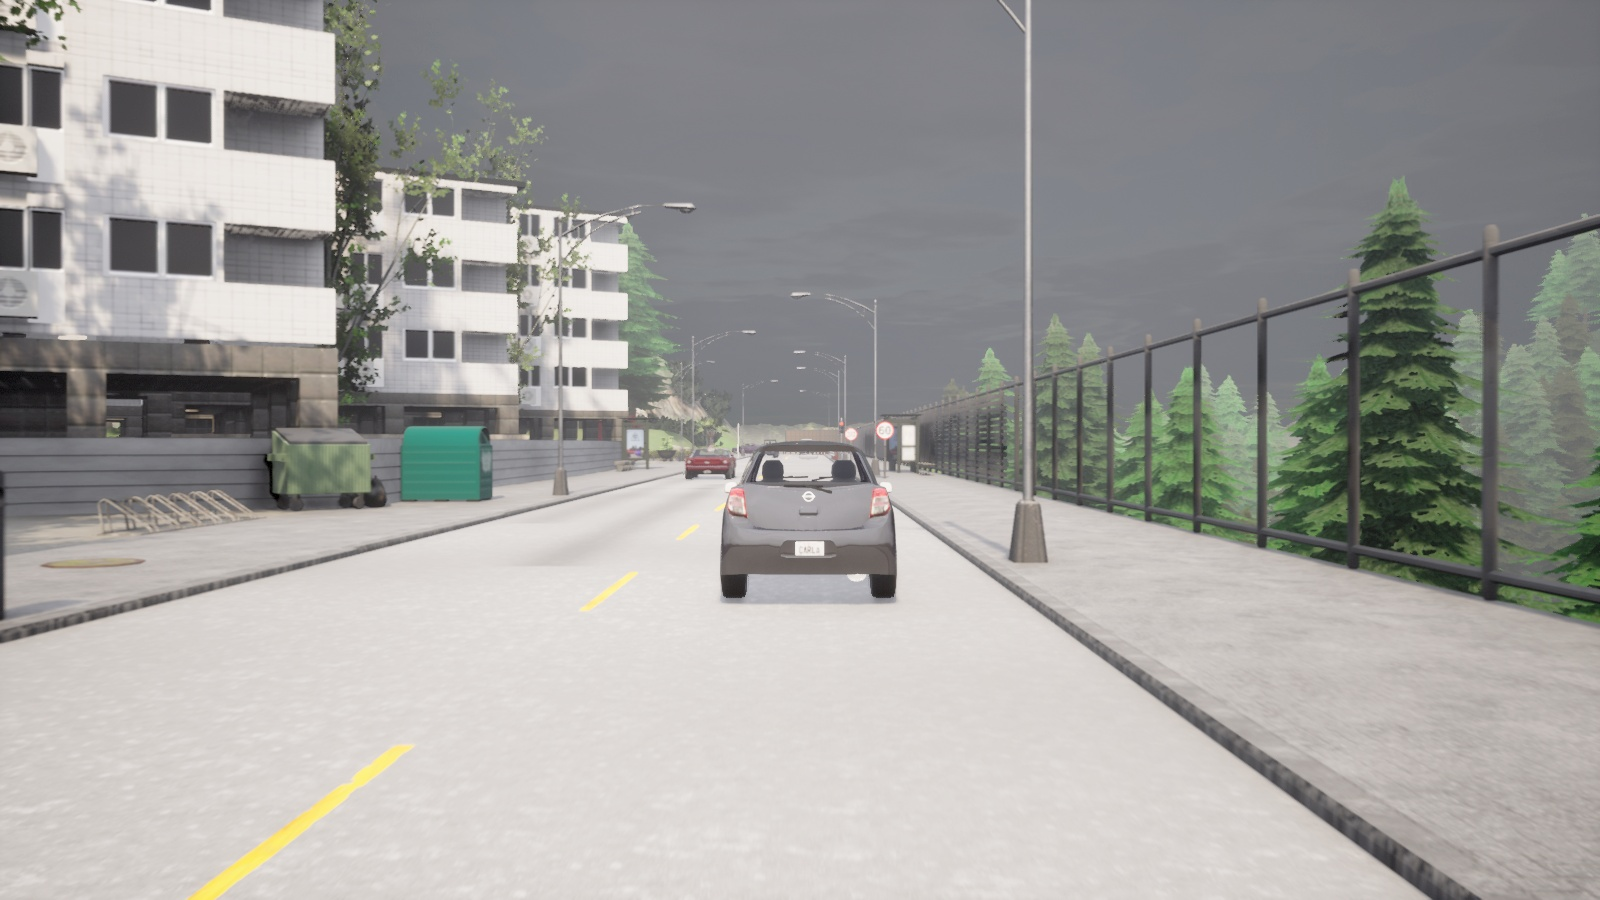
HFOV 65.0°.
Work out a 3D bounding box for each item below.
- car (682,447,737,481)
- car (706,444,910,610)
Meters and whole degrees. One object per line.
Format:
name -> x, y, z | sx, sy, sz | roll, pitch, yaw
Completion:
car -> -3.704, 0.550, 52.182 | 1.895, 1.301, 4.718 | 0, 0, 0
car -> 0.086, 0.686, 13.191 | 1.845, 1.501, 3.633 | 0, 0, 0
